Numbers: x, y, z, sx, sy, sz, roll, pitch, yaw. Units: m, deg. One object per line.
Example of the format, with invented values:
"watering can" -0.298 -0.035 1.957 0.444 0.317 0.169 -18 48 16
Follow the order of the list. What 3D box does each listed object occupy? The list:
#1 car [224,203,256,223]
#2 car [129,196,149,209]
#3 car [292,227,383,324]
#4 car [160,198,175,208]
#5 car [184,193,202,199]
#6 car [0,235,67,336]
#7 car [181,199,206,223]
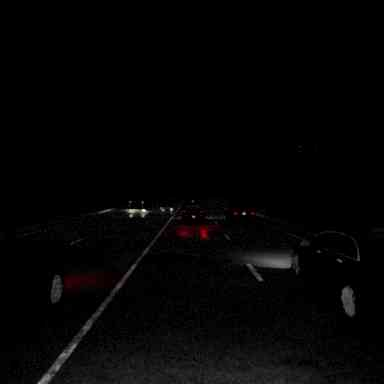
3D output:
"car" 3.606 1.537 25.485 2.033 1.411 5.357 0 0 0
"car" -7.066 1.332 44.353 2.097 1.767 4.553 0 0 0
"car" 3.603 1.502 7.106 1.837 1.490 4.892 0 0 0
"car" -3.556 1.527 49.039 2.033 1.411 5.357 0 0 0
"car" 0.113 1.203 43.035 2.150 2.045 5.566 0 0 0
"car" -3.598 1.475 5.095 1.882 1.535 5.008 0 0 0
"car" 0.111 1.515 25.277 1.812 1.442 4.674 0 0 0
